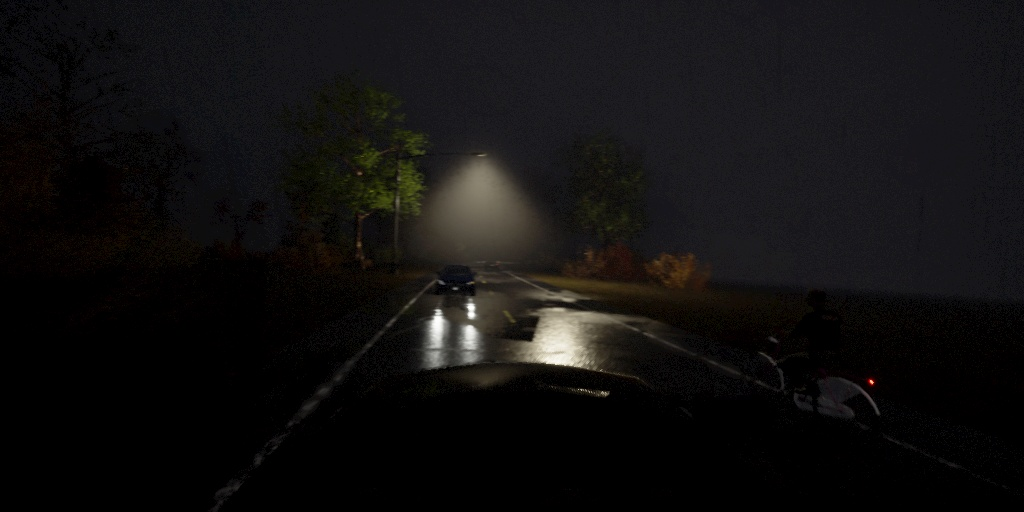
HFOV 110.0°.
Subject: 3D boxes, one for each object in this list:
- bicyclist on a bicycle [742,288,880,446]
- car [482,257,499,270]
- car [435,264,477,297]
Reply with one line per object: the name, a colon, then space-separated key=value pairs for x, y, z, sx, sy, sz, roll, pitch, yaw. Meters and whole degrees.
bicyclist on a bicycle: x=3.763 y=1.288 z=4.721 sx=0.659 sy=1.776 sz=1.843 roll=3 pitch=0 yaw=-9
car: x=-3.020 y=1.253 z=52.468 sx=1.994 sy=1.385 sz=4.181 roll=3 pitch=0 yaw=-5
car: x=-2.796 y=1.148 z=18.102 sx=1.812 sy=1.442 sz=4.674 roll=3 pitch=0 yaw=-8
